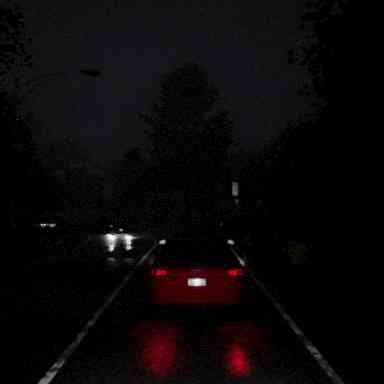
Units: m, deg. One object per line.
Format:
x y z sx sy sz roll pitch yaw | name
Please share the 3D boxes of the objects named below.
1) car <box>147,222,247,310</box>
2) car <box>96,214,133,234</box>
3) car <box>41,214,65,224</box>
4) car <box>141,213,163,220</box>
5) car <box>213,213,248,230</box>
0.111 1.653 8.046 1.994 1.385 4.181 0 -1 1 | car
-6.146 2.445 25.816 2.033 1.411 5.357 2 -4 -26 | car
-19.568 3.830 46.998 1.994 1.385 4.181 0 -4 1 | car
-7.623 4.722 63.205 4.181 1.385 1.994 2 -4 -14 | car
3.397 2.580 29.033 1.882 1.535 5.008 -2 -4 24 | car
